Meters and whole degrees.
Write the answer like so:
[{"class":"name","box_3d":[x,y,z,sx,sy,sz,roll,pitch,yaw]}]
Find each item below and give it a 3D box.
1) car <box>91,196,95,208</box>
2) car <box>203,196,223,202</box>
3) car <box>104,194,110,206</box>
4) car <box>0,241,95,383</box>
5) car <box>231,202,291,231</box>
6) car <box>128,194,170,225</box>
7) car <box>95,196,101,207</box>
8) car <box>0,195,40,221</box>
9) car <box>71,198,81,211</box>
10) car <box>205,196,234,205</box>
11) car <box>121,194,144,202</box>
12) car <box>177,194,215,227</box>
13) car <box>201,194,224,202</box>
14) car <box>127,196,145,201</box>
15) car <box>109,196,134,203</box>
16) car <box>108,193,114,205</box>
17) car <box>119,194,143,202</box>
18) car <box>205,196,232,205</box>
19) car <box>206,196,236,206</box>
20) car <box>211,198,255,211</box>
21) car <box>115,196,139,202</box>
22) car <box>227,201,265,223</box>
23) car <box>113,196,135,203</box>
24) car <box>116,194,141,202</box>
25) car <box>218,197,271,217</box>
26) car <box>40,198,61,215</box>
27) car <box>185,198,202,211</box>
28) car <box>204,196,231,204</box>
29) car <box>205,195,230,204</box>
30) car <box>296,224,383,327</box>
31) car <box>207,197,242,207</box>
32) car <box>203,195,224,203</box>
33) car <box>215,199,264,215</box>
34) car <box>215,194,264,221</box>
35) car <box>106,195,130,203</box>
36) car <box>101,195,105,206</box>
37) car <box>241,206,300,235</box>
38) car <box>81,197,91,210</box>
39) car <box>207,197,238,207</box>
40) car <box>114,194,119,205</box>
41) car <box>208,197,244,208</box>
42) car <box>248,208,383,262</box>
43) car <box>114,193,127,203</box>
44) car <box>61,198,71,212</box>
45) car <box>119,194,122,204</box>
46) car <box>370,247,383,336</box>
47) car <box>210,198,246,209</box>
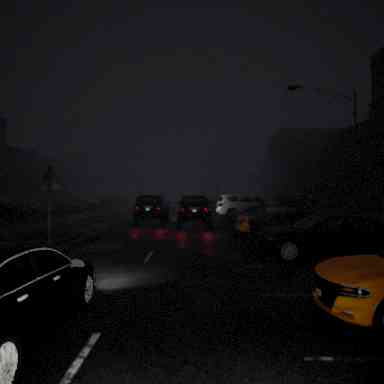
[{"class":"car","box_3d":[-15.525,1.500,42.694,4.792,1.488,2.163,0,0,0]},{"class":"car","box_3d":[4.923,1.665,78.199,4.674,1.452,2.002,0,0,0]},{"class":"car","box_3d":[-15.573,1.521,50.965,4.792,1.488,2.163,0,0,0]},{"class":"car","box_3d":[-2.900,1.501,4.940,1.837,1.490,4.892,0,0,0]},{"class":"car","box_3d":[4.919,1.461,16.938,5.366,1.575,1.946,0,0,0]},{"class":"car","box_3d":[-2.854,1.202,24.199,2.150,2.045,5.566,0,0,0]},{"class":"car","box_3d":[-15.521,1.505,45.449,4.792,1.488,2.163,0,0,0]},{"class":"car","box_3d":[-15.523,1.210,26.146,5.566,2.045,2.435,0,0,0]},{"class":"car","box_3d":[-15.745,1.459,37.173,5.366,1.575,1.946,0,0,0]},{"class":"car","box_3d":[4.870,1.524,58.750,5.008,1.535,2.097,0,0,0]},{"class":"car","box_3d":[-15.472,1.496,86.799,5.566,2.045,2.435,0,-1,0]},{"class":"car","box_3d":[0.153,1.204,22.772,2.150,2.045,5.566,0,0,0]},{"class":"car","box_3d":[4.905,1.401,80.977,5.566,2.045,2.435,0,-1,0]},{"class":"car","box_3d":[-15.523,1.882,92.303,4.792,1.488,2.163,0,-1,0]},{"class":"car","box_3d":[-15.512,1.596,73.022,5.008,1.535,2.097,0,0,0]},{"class":"car","box_3d":[-15.509,1.375,53.722,4.553,1.767,2.185,0,0,0]},{"class":"car","box_3d":[-15.475,1.451,84.047,5.566,2.045,2.435,0,-1,0]},{"class":"car","box_3d":[4.844,1.565,61.528,4.792,1.488,2.163,0,0,0]},{"class":"car","box_3d":[4.849,1.515,55.970,4.892,1.521,2.231,0,0,0]},{"class":"car","box_3d":[4.810,1.471,39.296,4.892,1.521,2.231,0,0,0]},{"class":"car","box_3d":[-15.325,1.634,78.534,5.366,1.575,1.946,0,0,0]},{"class":"car","box_3d":[4.713,1.492,19.719,4.792,1.488,2.163,0,0,0]},{"class":"car","box_3d":[-15.511,1.655,75.776,4.674,1.452,2.002,0,0,0]},{"class":"car","box_3d":[-15.479,1.417,81.289,5.566,2.045,2.435,0,-1,0]},{"class":"car","box_3d":[4.809,1.336,30.869,4.553,1.767,2.185,0,0,0]},{"class":"car","box_3d":[-15.741,1.456,31.658,5.366,1.575,1.946,0,0,0]},{"class":"car","box_3d":[0.203,1.544,42.454,2.033,1.411,5.357,0,0,0]},{"class":"car","box_3d":[5.075,1.557,66.961,5.366,1.575,1.946,0,0,0]},{"class":"car","box_3d":[4.854,1.422,64.300,4.553,1.767,2.185,0,0,0]},{"class":"car","box_3d":[4.715,1.475,5.830,5.008,1.535,2.097,0,0,0]},{"class":"car","box_3d":[4.832,1.495,50.288,5.008,1.535,2.097,0,0,0]},{"class":"car","box_3d":[4.885,1.478,75.422,4.553,1.767,2.185,0,0,0]},{"class":"car","box_3d":[4.783,1.503,33.739,4.674,1.452,2.002,0,0,0]},{"class":"car","box_3d":[4.797,1.208,28.057,5.566,2.045,2.435,0,0,0]},{"class":"car","box_3d":[-15.552,1.455,70.265,4.553,1.767,2.185,0,0,0]},{"class":"car","box_3d":[-15.545,1.523,48.171,4.674,1.452,2.002,0,0,0]},{"class":"car","box_3d":[4.754,1.497,14.161,4.792,1.488,2.163,0,0,0]},{"class":"car","box_3d":[-15.372,1.463,39.936,5.366,1.575,1.946,0,0,0]},{"class":"car","box_3d":[4.876,1.533,53.192,4.792,1.488,2.163,0,0,0]},{"class":"car","box_3d":[-15.532,1.512,56.479,5.008,1.535,2.097,0,0,0]},{"class":"car","box_3d":[4.835,1.488,47.508,4.892,1.521,2.231,0,0,0]},{"class":"car","box_3d":[4.722,1.470,11.506,5.008,1.535,2.097,0,0,0]},{"class":"car","box_3d":[-15.559,1.286,61.994,5.566,2.045,2.435,0,0,0]},{"class":"car","box_3d":[-15.587,1.490,34.417,4.792,1.488,2.163,0,0,0]},{"class":"car","box_3d":[-15.505,1.553,59.234,4.792,1.488,2.163,0,0,0]},{"class":"car","box_3d":[4.703,1.479,3.050,4.892,1.521,2.231,0,0,0]},{"class":"car","box_3d":[4.818,1.521,44.854,4.674,1.452,2.002,0,0,0]}]
